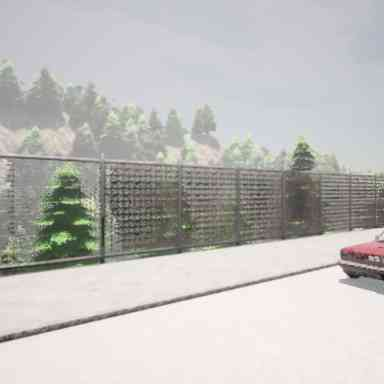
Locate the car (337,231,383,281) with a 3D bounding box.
[{"bbox_3d":[5.930,1.604,8.835,4.718,1.301,1.895,0,0,-35],"label":"car"}]
